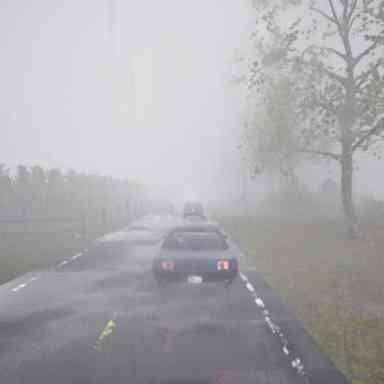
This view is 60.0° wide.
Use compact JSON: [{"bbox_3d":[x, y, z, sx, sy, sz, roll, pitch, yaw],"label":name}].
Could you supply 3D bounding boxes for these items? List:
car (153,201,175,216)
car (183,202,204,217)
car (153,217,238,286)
[{"bbox_3d":[-2.809,1.650,34.173,1.994,1.385,4.181,0,0,0],"label":"car"},{"bbox_3d":[0.129,1.626,30.423,2.033,1.411,5.357,0,0,0],"label":"car"},{"bbox_3d":[0.090,1.630,9.473,1.895,1.301,4.718,0,0,0],"label":"car"}]
